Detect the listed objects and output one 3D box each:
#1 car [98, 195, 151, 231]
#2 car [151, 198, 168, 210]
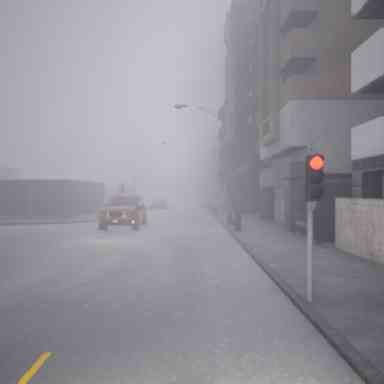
[{"bbox_3d":[-4.110,1.207,20.608,2.150,2.045,5.566,0,0,0],"label":"car"},{"bbox_3d":[-4.118,1.512,42.129,2.033,1.411,5.357,0,0,0],"label":"car"}]
